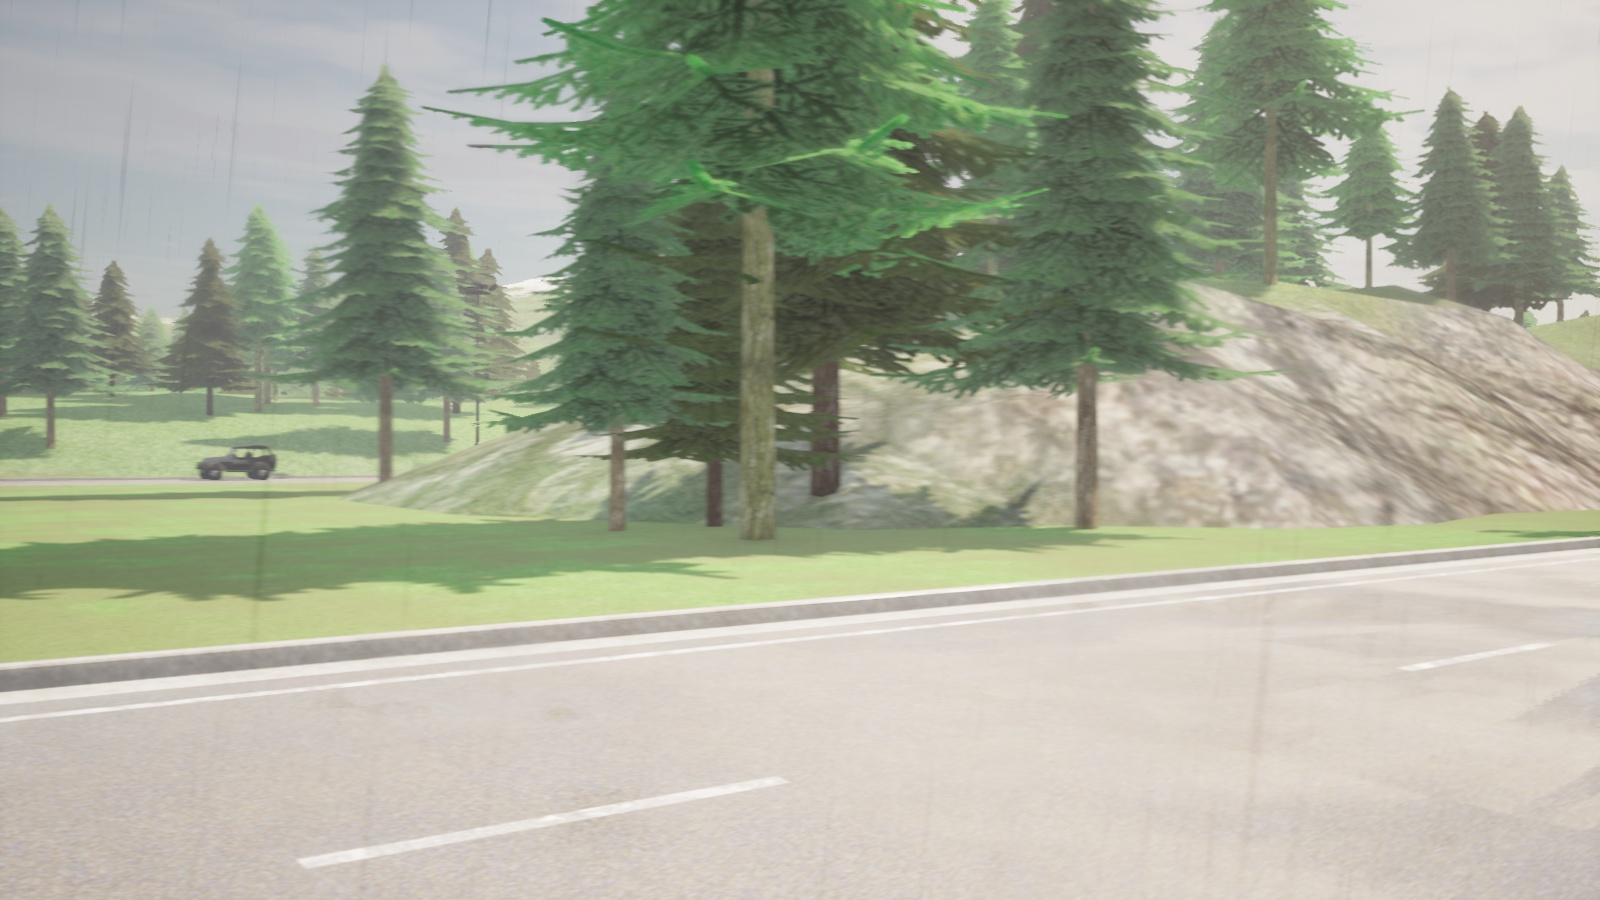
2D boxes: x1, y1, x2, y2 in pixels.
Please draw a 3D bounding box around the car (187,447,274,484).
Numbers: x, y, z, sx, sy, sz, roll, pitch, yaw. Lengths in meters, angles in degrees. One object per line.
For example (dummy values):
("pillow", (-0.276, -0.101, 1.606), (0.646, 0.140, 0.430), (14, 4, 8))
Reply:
("car", (-29.713, 0.765, 65.562), (3.866, 1.878, 1.905), (0, 0, -35))
